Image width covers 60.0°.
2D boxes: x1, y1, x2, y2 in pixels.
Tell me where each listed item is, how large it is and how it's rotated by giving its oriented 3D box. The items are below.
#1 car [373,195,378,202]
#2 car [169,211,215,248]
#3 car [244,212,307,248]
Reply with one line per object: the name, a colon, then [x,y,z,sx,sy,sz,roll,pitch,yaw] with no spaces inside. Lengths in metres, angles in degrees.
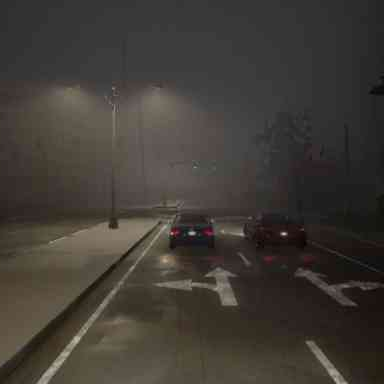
car: [29.924,1.165,55.931,1.970,1.475,3.806,0,0,0]
car: [0.000,1.560,14.650,2.033,1.411,5.357,0,0,0]
car: [3.500,1.570,14.650,1.994,1.385,4.181,0,0,0]
